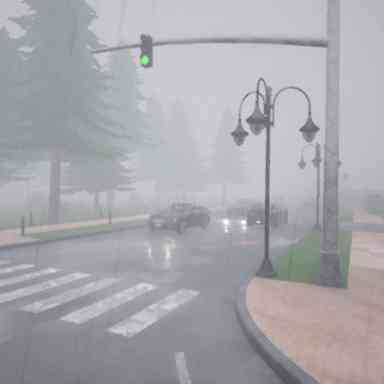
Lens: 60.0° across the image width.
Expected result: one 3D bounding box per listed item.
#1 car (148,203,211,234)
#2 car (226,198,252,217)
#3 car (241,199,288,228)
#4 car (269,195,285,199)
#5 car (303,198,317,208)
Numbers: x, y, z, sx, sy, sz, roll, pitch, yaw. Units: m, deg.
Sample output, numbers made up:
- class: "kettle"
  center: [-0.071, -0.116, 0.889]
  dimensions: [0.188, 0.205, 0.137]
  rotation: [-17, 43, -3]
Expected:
- class: "car"
  center: [-0.569, 1.358, 18.408]
  dimensions: [2.128, 1.511, 4.902]
  rotation: [1, 0, 26]
- class: "car"
  center: [4.525, 1.338, 28.741]
  dimensions: [1.882, 1.535, 5.008]
  rotation: [1, 0, 26]
- class: "car"
  center: [4.937, 1.459, 21.439]
  dimensions: [1.837, 1.490, 4.892]
  rotation: [1, 0, 26]
- class: "car"
  center: [10.284, 1.204, 40.665]
  dimensions: [2.097, 1.767, 4.553]
  rotation: [1, 0, 25]
- class: "car"
  center: [16.201, 1.492, 45.220]
  dimensions: [1.895, 1.301, 4.718]
  rotation: [1, 0, 21]
